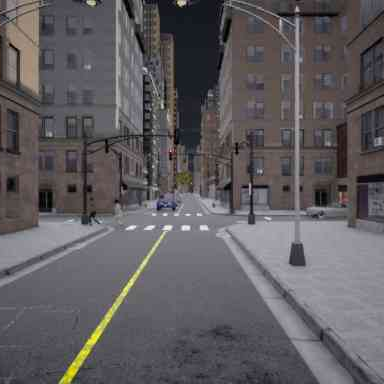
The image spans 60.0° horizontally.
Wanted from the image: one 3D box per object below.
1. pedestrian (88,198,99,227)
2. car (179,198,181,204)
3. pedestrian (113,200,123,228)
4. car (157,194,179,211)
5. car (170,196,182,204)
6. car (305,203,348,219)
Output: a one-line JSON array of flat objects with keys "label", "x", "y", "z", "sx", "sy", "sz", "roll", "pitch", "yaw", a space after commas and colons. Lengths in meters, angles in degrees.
[{"label": "pedestrian", "x": -5.926, "y": 1.145, "z": 19.797, "sx": 0.375, "sy": 1.860, "sz": 0.375, "roll": 0, "pitch": 0, "yaw": 0}, {"label": "car", "x": -3.139, "y": 1.568, "z": 51.907, "sx": 2.033, "sy": 1.411, "sz": 5.357, "roll": 0, "pitch": 0, "yaw": 0}, {"label": "pedestrian", "x": -4.553, "y": 1.298, "z": 20.469, "sx": 0.375, "sy": 1.860, "sz": 0.375, "roll": 0, "pitch": 0, "yaw": 0}, {"label": "car", "x": -3.138, "y": 1.237, "z": 41.547, "sx": 2.150, "sy": 2.045, "sz": 5.566, "roll": 0, "pitch": 0, "yaw": -1}, {"label": "car", "x": -3.088, "y": 1.593, "z": 64.896, "sx": 1.994, "sy": 1.385, "sz": 4.181, "roll": 0, "pitch": 0, "yaw": 1}, {"label": "car", "x": 12.323, "y": 1.592, "z": 28.645, "sx": 4.718, "sy": 1.301, "sz": 1.895, "roll": 0, "pitch": 0, "yaw": 0}]
